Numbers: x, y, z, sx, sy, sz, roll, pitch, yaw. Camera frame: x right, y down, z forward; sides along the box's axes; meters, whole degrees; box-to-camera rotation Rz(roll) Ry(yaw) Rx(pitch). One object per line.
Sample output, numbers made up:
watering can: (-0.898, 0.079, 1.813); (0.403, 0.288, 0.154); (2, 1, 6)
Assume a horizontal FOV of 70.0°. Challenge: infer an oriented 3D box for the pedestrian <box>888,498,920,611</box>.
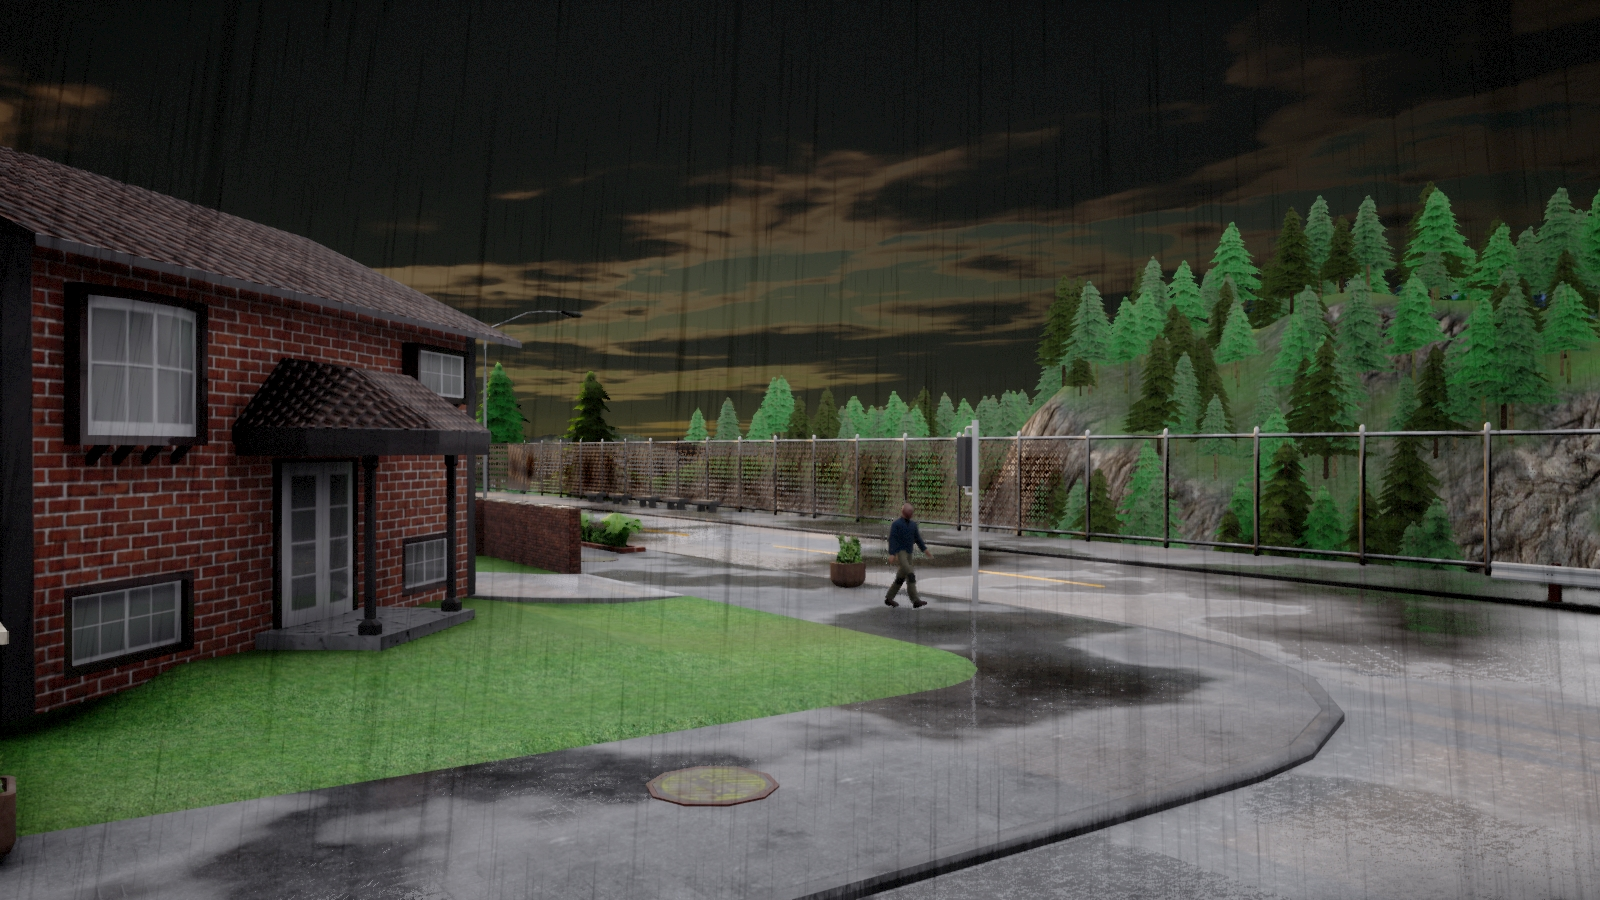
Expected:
pedestrian: (1.752, 1.745, 19.239); (0.375, 1.860, 0.375); (0, 0, -42)
